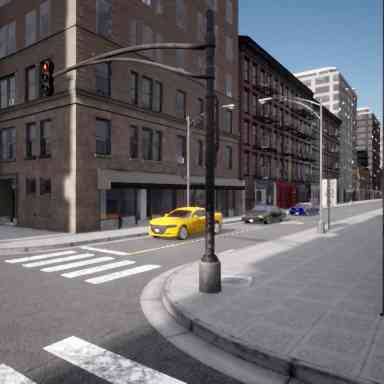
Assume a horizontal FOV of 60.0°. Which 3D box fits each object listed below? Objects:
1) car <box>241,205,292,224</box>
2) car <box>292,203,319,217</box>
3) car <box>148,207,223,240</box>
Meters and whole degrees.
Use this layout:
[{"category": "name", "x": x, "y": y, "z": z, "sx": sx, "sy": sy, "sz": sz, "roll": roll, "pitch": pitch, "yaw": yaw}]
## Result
[{"category": "car", "x": 5.865, "y": 1.707, "z": 26.421, "sx": 2.033, "sy": 1.411, "sz": 5.357, "roll": 0, "pitch": 0, "yaw": 36}, {"category": "car", "x": 11.625, "y": 1.817, "z": 34.486, "sx": 1.895, "sy": 1.301, "sz": 4.718, "roll": 0, "pitch": 0, "yaw": 36}, {"category": "car", "x": -0.214, "y": 1.576, "z": 17.895, "sx": 1.882, "sy": 1.535, "sz": 5.008, "roll": 0, "pitch": 0, "yaw": 35}]
